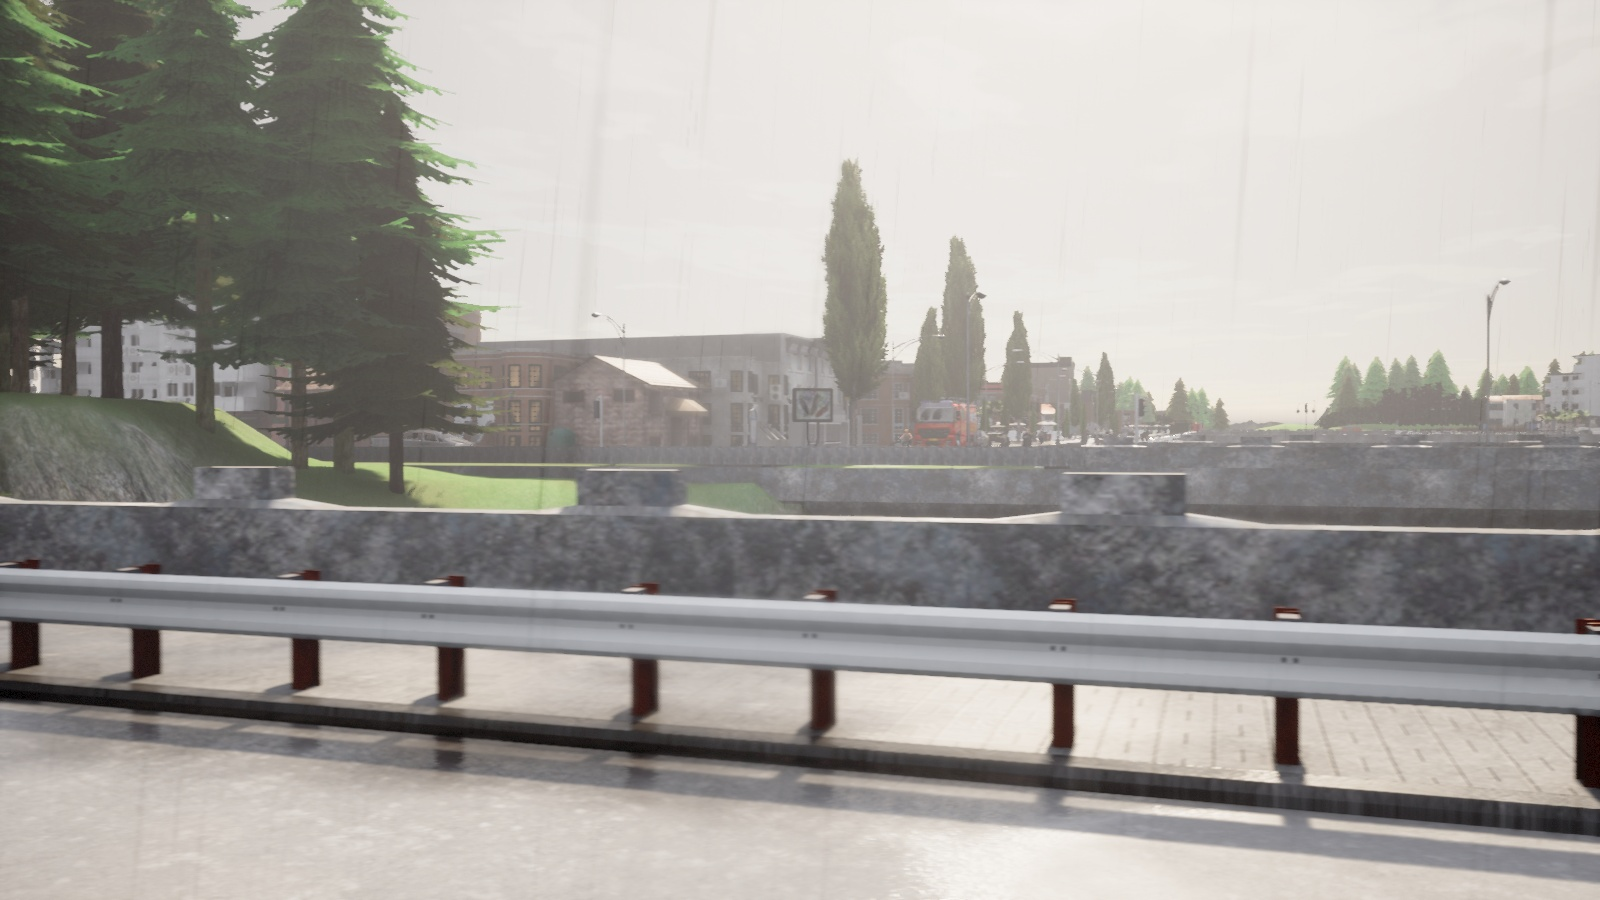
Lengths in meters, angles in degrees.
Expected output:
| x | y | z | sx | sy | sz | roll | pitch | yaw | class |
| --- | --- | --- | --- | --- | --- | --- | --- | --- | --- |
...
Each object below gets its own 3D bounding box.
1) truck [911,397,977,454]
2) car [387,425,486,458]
| x | y | z | sx | sy | sz | roll | pitch | yaw | class |
| --- | --- | --- | --- | --- | --- | --- | --- | --- | --- |
| 10.332 | -1.734 | 89.426 | 2.891 | 3.827 | 8.468 | 1 | 1 | 19 | truck |
| -19.316 | -0.470 | 66.722 | 4.611 | 1.667 | 2.242 | 1 | 1 | 19 | car |
